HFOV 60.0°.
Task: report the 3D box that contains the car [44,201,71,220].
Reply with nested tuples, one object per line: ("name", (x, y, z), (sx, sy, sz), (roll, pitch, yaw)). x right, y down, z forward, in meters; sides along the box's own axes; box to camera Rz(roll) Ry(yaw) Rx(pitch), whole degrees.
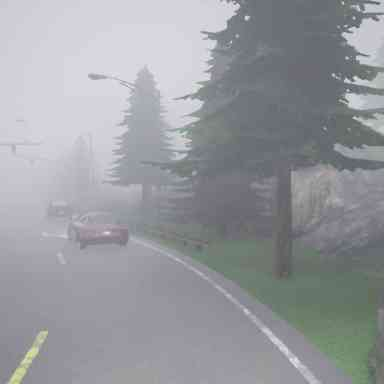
("car", (-11.292, 1.482, 27.973), (1.882, 1.535, 5.008), (0, 0, -28))

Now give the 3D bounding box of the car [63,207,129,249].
("car", (-4.255, 1.569, 14.726), (1.994, 1.385, 4.181), (0, 0, -28))
